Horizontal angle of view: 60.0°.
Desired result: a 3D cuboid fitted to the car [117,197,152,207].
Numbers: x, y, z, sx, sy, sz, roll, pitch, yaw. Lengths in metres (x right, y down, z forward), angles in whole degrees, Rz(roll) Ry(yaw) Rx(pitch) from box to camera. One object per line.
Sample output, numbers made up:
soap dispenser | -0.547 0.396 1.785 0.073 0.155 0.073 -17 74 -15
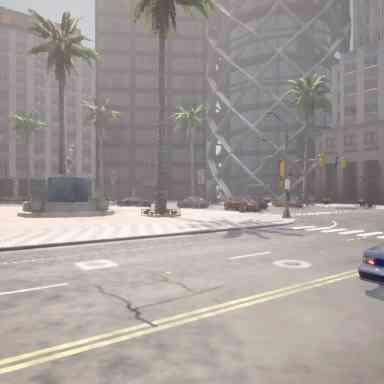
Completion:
car | -8.953 1.601 50.553 4.718 1.301 1.895 0 0 16

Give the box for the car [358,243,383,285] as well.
car | 6.251 1.547 8.230 5.357 1.411 2.033 0 0 -35

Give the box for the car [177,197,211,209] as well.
car | -0.065 1.564 45.852 4.181 1.385 1.994 0 0 35

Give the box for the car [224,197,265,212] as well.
car | 5.940 1.352 39.669 2.097 1.767 4.553 0 0 -39

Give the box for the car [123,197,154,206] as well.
car | -8.719 1.526 54.024 4.674 1.442 1.812 0 0 15

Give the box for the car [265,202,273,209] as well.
car | 7.585 1.478 43.233 1.882 1.535 5.008 0 0 -41

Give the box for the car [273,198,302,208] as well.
car | 13.523 1.564 47.455 1.994 1.385 4.181 0 0 -40
